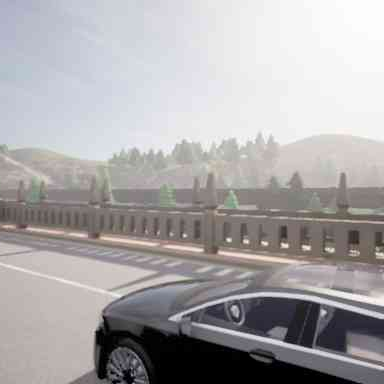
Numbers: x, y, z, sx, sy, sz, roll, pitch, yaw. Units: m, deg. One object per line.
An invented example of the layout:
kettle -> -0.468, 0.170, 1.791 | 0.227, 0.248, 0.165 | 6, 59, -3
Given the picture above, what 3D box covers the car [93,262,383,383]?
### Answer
car -> 1.072, 1.488, 3.227 | 4.902, 1.511, 2.128 | 0, 0, 35
